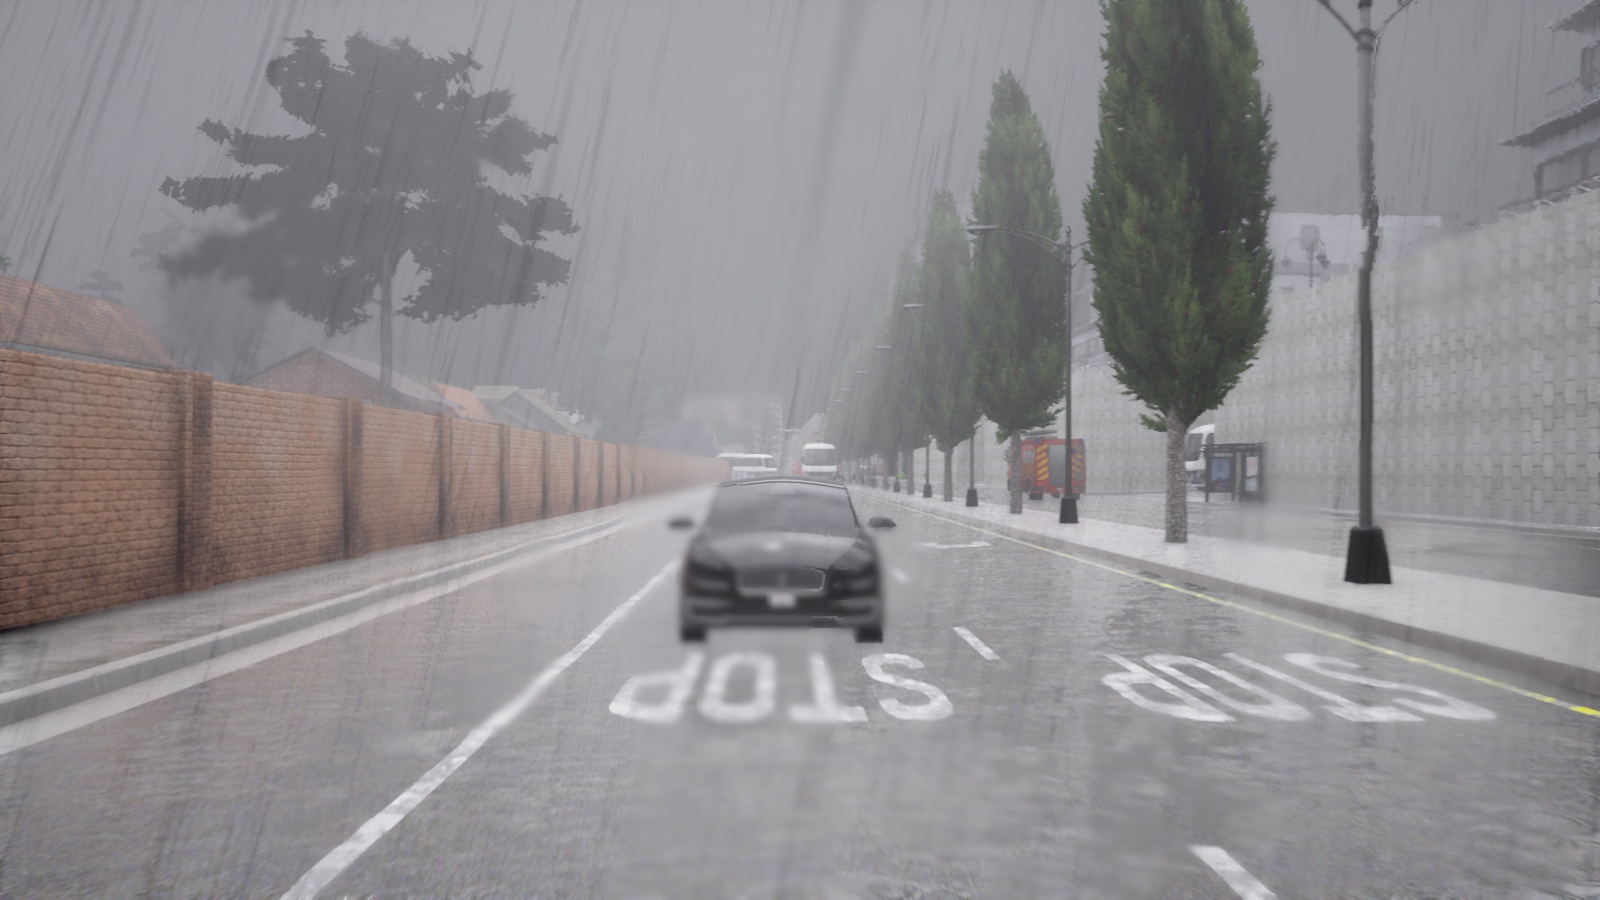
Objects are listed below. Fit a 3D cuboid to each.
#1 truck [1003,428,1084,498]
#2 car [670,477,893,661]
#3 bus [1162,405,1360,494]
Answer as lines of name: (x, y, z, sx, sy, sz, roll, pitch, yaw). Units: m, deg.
truck: (13.925, 0.780, 72.501, 2.891, 3.827, 8.468, 0, -1, -1)
car: (-0.187, 1.035, 12.833, 1.837, 1.490, 4.892, 0, -1, -1)
bus: (28.012, 0.006, 76.699, 10.273, 4.253, 3.944, -6, -1, -1)
